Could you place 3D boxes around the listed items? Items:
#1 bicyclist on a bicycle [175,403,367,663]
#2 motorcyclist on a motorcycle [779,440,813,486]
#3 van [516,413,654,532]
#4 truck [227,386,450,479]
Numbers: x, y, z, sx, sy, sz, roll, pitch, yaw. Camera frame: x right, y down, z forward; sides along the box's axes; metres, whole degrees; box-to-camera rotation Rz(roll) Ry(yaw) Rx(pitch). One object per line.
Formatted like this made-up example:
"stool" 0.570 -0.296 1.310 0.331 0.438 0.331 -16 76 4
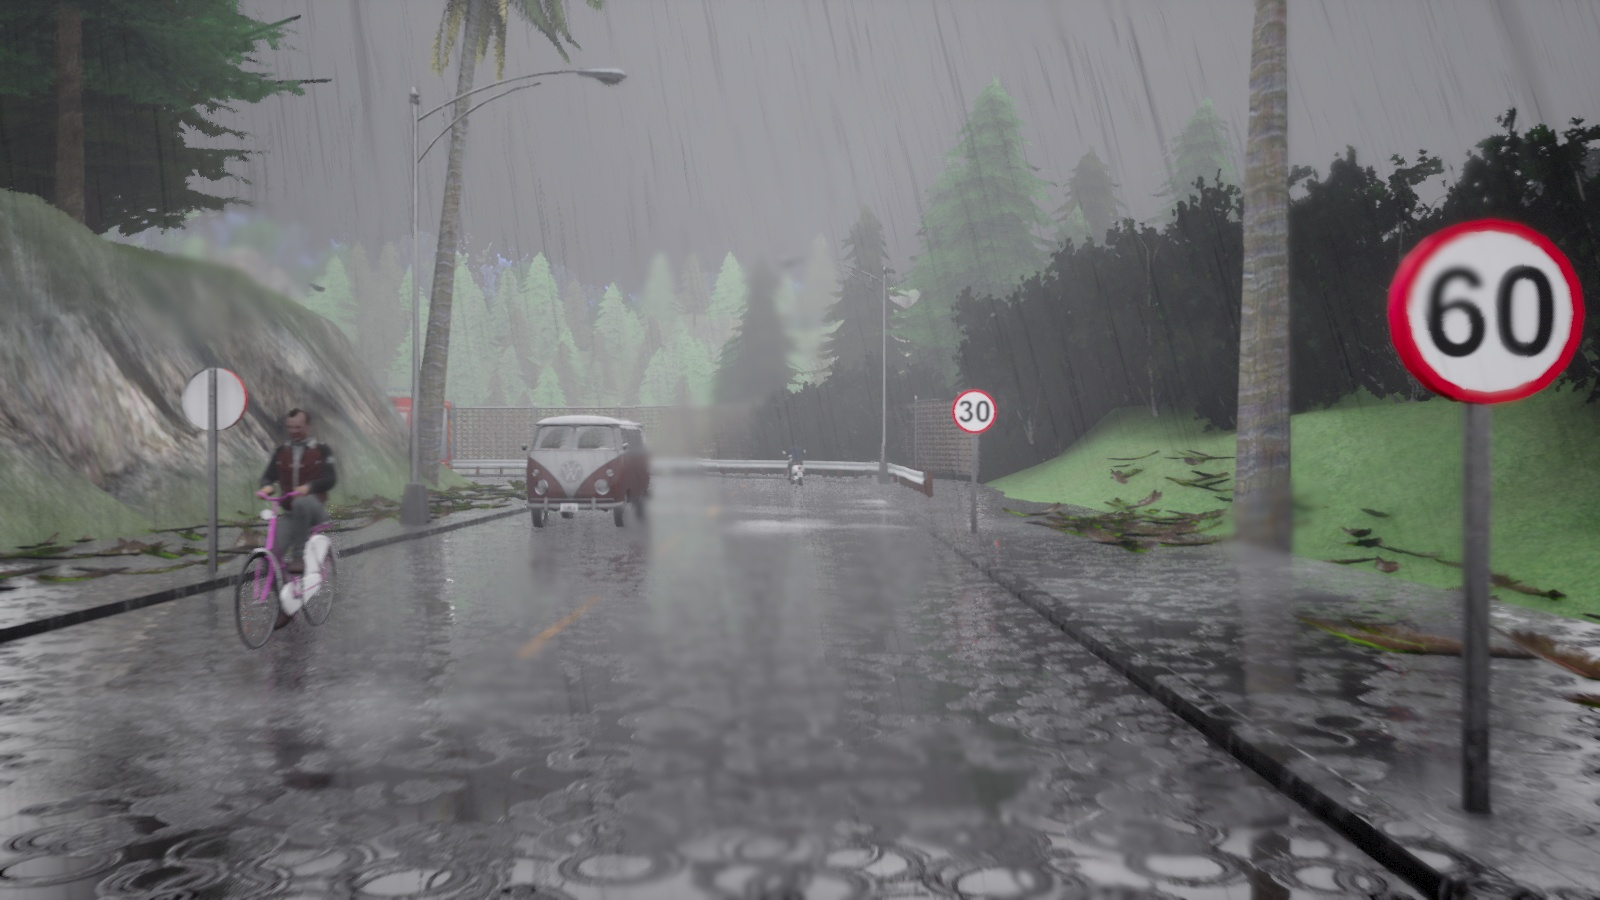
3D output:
"bicyclist on a bicycle" -3.932 0.561 9.500 0.659 1.776 1.843 0 0 0
"motorcyclist on a motorcycle" -0.164 0.450 44.606 0.866 1.590 1.817 -1 1 -11
"van" -3.856 0.365 23.235 1.775 1.987 4.442 0 0 0
"truck" -19.542 -0.736 53.559 8.468 3.827 2.891 0 0 -1
